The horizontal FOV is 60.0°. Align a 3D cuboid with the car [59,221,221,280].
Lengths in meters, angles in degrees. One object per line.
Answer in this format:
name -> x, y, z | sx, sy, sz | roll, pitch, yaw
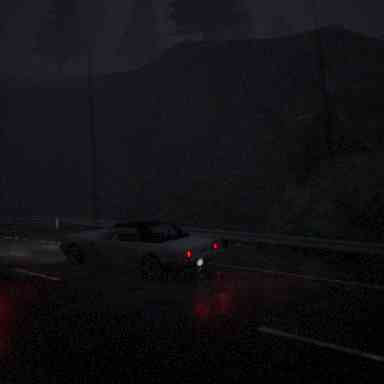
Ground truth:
car -> -1.668, 1.496, 9.616 | 4.718, 1.301, 1.895 | 0, 1, 32
